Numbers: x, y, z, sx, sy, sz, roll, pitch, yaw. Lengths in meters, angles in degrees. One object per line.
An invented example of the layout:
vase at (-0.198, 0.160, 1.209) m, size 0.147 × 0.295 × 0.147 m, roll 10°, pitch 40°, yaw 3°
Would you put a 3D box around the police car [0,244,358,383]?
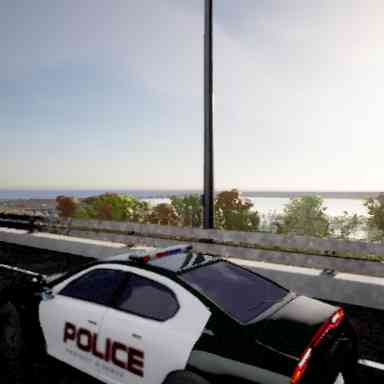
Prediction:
police car at (-0.678, 1.504, 4.354) m, size 4.974 × 1.542 × 2.038 m, roll 0°, pitch 0°, yaw 36°
